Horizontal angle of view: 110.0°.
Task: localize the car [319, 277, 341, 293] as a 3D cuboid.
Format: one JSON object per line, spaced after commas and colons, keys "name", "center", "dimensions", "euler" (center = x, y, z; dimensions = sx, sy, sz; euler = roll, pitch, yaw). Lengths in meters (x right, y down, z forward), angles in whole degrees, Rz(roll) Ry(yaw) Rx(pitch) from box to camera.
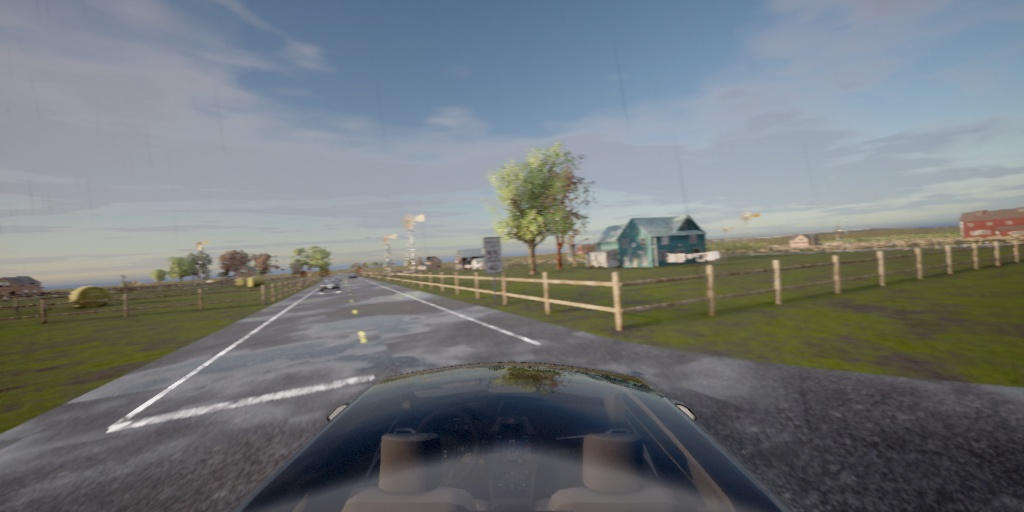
{"name": "car", "center": [-19.595, 3.033, 38.707], "dimensions": [2.128, 1.511, 4.902], "euler": [-4, 0, -25]}
